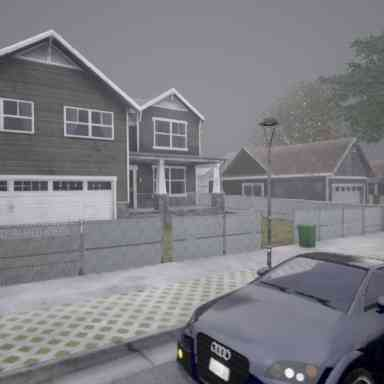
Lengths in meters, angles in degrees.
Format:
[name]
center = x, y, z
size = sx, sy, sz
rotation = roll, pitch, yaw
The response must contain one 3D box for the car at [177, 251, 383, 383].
[car]
center = 1.883, 1.562, 4.445
size = 4.181, 1.385, 1.994
rotation = 0, 0, -36
